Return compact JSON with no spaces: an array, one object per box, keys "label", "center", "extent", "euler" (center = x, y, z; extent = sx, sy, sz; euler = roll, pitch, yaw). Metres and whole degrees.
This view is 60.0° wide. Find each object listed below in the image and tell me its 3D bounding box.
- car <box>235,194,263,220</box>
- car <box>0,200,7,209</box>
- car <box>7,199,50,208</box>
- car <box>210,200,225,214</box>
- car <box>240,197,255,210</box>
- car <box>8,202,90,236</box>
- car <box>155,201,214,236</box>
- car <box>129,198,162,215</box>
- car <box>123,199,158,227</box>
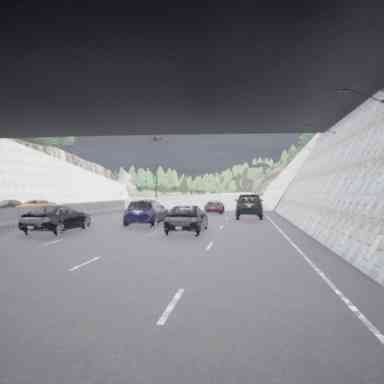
[{"label":"car","center":[4.919,1.218,28.753],"extent":[2.150,2.045,5.566],"euler":[0,0,9]},{"label":"car","center":[-19.157,1.519,34.585],"extent":[1.812,1.442,4.674],"euler":[0,0,9]},{"label":"car","center":[-15.792,1.471,33.519],"extent":[1.882,1.535,5.008],"euler":[0,0,9]},{"label":"car","center":[2.426,1.558,35.527],"extent":[1.994,1.385,4.181],"euler":[0,0,9]},{"label":"car","center":[7.119,1.472,42.970],"extent":[1.882,1.535,5.008],"euler":[0,0,9]},{"label":"car","center":[-7.328,1.488,18.294],"extent":[2.128,1.511,4.902],"euler":[0,0,9]},{"label":"car","center":[-0.244,1.489,18.299],"extent":[2.128,1.511,4.902],"euler":[0,0,9]},{"label":"car","center":[-4.736,1.486,35.023],"extent":[2.128,1.511,4.902],"euler":[0,0,9]},{"label":"car","center":[-3.074,1.348,22.884],"extent":[2.097,1.767,4.553],"euler":[0,0,9]}]
